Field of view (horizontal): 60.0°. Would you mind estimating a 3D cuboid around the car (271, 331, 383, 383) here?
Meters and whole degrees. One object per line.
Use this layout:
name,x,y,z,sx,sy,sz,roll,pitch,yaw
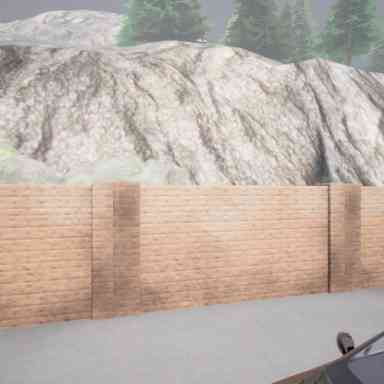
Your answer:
car,2.164,1.492,1.911,4.902,1.511,2.128,0,0,-18
